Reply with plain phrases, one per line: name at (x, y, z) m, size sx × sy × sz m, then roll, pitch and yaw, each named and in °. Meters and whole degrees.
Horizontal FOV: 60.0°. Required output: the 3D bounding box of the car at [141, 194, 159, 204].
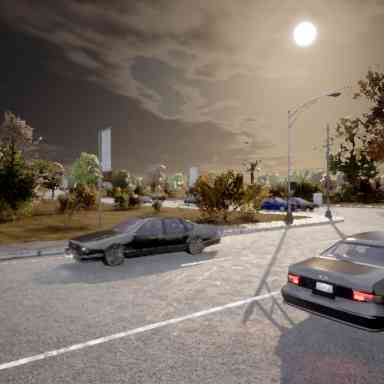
car at (-8.301, 1.343, 57.217) m, size 2.128 × 1.511 × 4.902 m, roll -1°, pitch 0°, yaw -38°

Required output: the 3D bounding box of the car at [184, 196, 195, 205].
car at (0.817, 1.313, 51.450) m, size 2.128 × 1.511 × 4.902 m, roll -1°, pitch 0°, yaw -39°

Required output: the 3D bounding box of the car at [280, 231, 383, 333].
car at (4.103, 1.528, 6.695) m, size 5.357 × 1.411 × 2.033 m, roll 0°, pitch 0°, yaw -36°

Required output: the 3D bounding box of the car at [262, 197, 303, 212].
car at (8.935, 1.318, 35.832) m, size 1.882 × 1.535 × 5.008 m, roll -1°, pitch 0°, yaw -40°

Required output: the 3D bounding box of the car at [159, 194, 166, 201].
car at (-7.740, 1.260, 73.374) m, size 1.882 × 1.535 × 5.008 m, roll -1°, pitch 0°, yaw -38°

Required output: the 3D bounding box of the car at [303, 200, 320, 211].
car at (11.717, 1.363, 37.964) m, size 2.033 × 1.411 × 5.357 m, roll -1°, pitch 0°, yaw -39°

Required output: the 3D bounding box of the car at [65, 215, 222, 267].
car at (-1.452, 1.536, 11.549) m, size 5.357 × 1.411 × 2.033 m, roll 0°, pitch 0°, yaw -36°
